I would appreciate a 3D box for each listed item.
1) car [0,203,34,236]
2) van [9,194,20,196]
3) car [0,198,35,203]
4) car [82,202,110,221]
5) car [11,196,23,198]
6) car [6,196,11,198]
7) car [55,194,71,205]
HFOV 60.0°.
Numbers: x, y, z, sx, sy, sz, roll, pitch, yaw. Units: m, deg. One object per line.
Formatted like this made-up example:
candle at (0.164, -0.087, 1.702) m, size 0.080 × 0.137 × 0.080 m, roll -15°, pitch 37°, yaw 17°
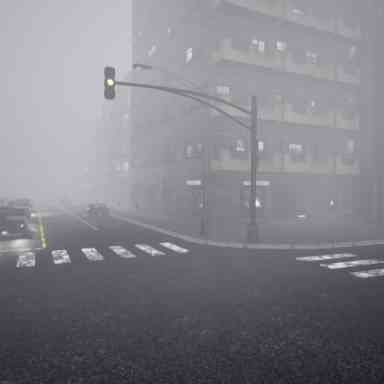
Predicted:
car at (-9.905, 1.537, 18.072) m, size 2.033 × 1.411 × 5.357 m, roll 0°, pitch 0°, yaw -25°
van at (-32.330, 1.311, 59.657) m, size 1.690 × 1.788 × 3.998 m, roll -1°, pitch 0°, yaw -25°
car at (-14.118, 1.476, 27.087) m, size 2.128 × 1.511 × 4.902 m, roll 0°, pitch 0°, yaw -25°
car at (-7.911, 1.535, 27.397) m, size 2.008 × 1.369 × 4.403 m, roll -1°, pitch 0°, yaw -25°
car at (-18.388, 1.485, 36.347) m, size 1.837 × 1.490 × 4.892 m, roll 0°, pitch 0°, yaw -25°
car at (-22.709, 1.524, 39.186) m, size 1.887 × 1.381 × 4.507 m, roll -1°, pitch 0°, yaw -25°
car at (-22.339, 1.410, 58.104) m, size 1.967 × 1.590 × 4.097 m, roll -1°, pitch 0°, yaw -25°
